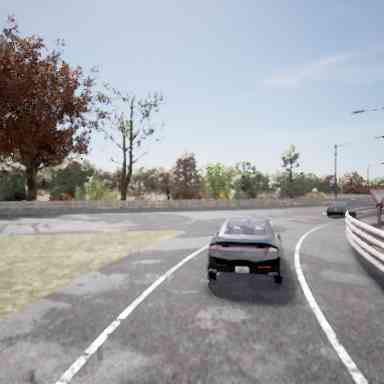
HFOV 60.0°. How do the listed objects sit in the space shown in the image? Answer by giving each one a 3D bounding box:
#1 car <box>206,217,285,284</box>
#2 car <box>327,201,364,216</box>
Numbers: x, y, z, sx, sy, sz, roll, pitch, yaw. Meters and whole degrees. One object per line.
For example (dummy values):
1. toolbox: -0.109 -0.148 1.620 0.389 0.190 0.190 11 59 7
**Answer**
1. car: 1.631 1.480 9.630 2.128 1.511 4.902 0 0 13
2. car: 14.163 1.554 30.666 4.181 1.385 1.994 0 0 -43
